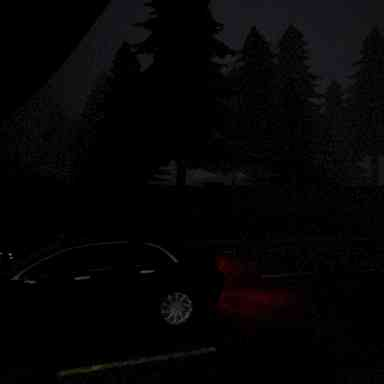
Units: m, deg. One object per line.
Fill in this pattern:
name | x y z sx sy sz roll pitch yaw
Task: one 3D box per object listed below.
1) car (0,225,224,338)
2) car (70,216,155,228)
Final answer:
car | -1.852 1.499 5.806 4.892 1.490 1.837 0 0 -18
car | -2.542 1.466 9.241 5.008 1.535 1.882 0 0 -18
